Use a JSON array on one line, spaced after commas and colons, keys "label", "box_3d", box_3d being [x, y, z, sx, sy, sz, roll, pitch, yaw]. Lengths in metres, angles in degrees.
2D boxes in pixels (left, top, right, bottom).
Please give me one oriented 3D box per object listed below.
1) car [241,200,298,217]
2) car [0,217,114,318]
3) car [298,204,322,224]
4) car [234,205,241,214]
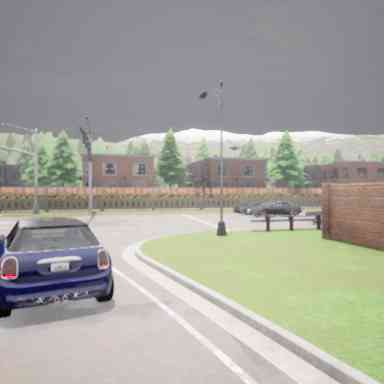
[{"label": "car", "box_3d": [7.282, 1.500, 29.556, 4.902, 1.511, 2.128, 0, 0, -14]}, {"label": "car", "box_3d": [-3.392, 1.357, 7.810, 2.097, 1.767, 4.553, 0, 0, -29]}, {"label": "car", "box_3d": [10.501, 1.553, 23.155, 5.357, 1.411, 2.033, 0, 0, -14]}, {"label": "car", "box_3d": [6.264, 1.574, 32.908, 4.181, 1.385, 1.994, 0, 0, -14]}]
